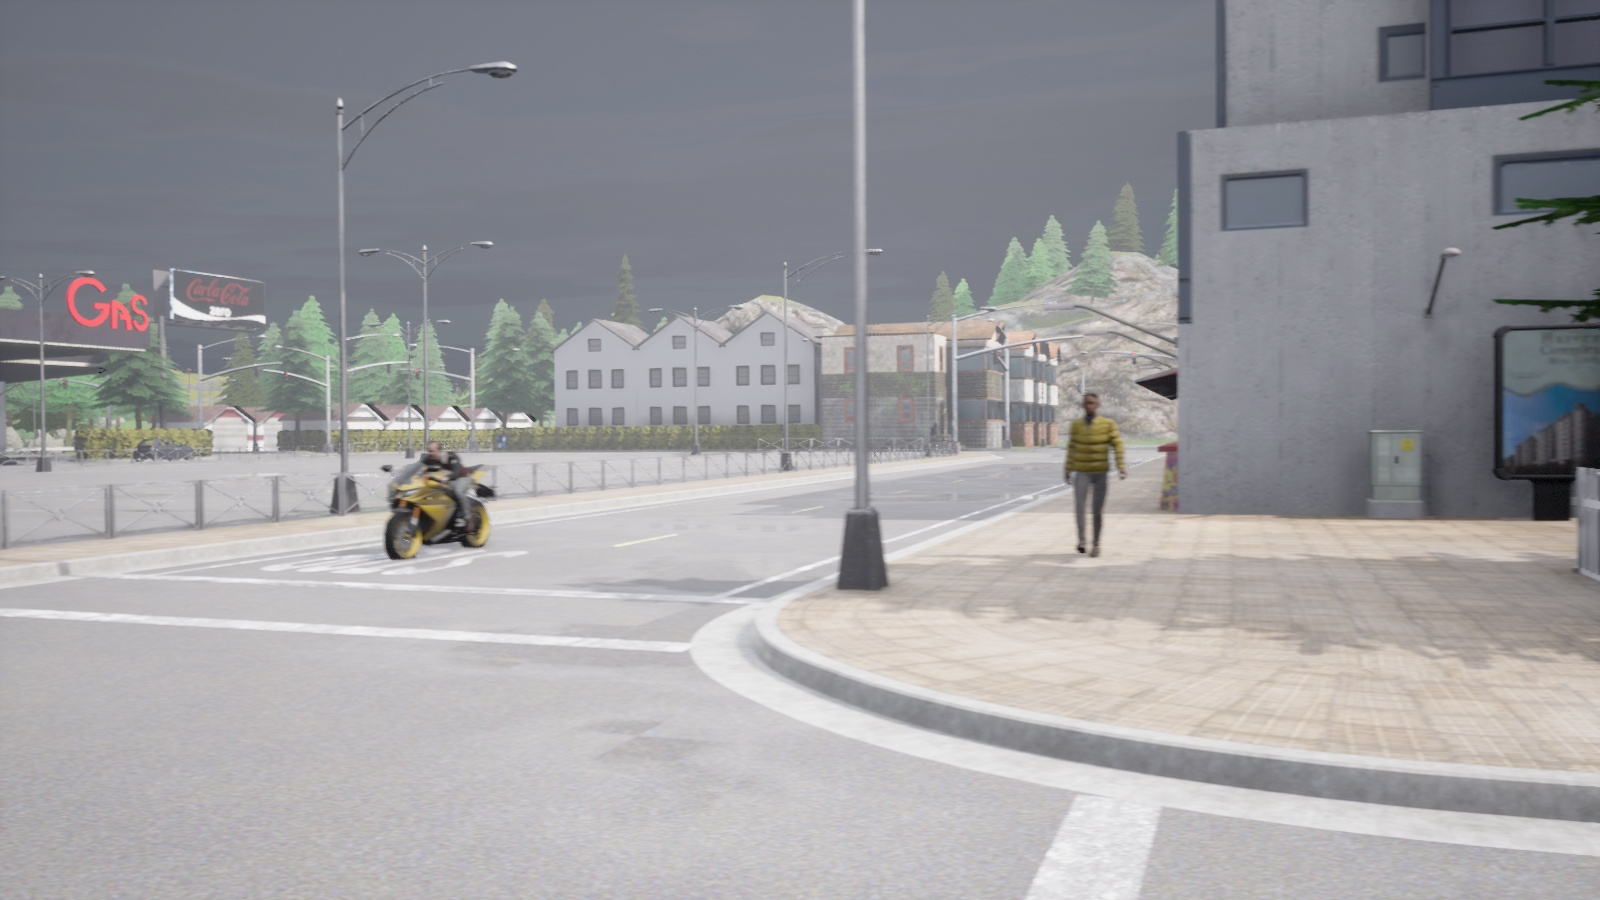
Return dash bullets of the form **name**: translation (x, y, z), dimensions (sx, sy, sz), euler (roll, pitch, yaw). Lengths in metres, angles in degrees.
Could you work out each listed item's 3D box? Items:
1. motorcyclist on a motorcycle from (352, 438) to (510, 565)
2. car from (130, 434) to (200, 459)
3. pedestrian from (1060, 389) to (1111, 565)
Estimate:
- **motorcyclist on a motorcycle**: translation (-4.800, 0.618, 16.518), dimensions (0.866, 1.530, 2.191), euler (0, 1, 19)
- **car**: translation (-39.281, -0.241, 77.757), dimensions (1.845, 1.501, 3.633), euler (0, 1, 19)
- **pedestrian**: translation (3.087, 0.276, 13.575), dimensions (0.431, 1.840, 0.709), euler (0, 1, 22)
